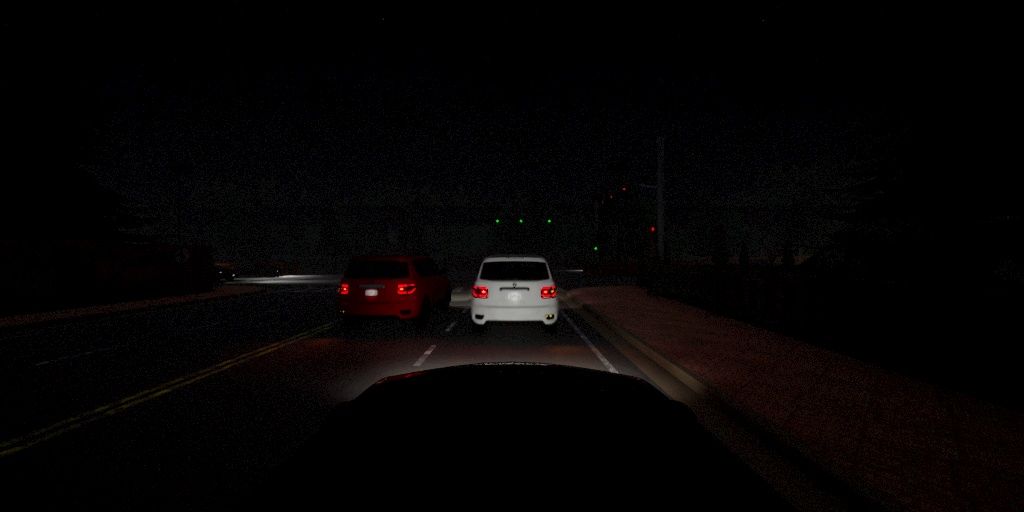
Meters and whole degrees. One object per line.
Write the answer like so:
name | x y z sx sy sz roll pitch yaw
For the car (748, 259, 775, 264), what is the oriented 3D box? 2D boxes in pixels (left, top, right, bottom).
car | 33.203 1.220 48.927 4.892 1.490 1.837 -1 0 0

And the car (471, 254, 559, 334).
car | 0.083 0.973 10.743 2.150 2.045 5.566 0 0 1

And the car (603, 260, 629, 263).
car | 13.588 1.254 49.026 4.892 1.490 1.837 0 0 0

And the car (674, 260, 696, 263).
car | 23.356 1.296 48.966 5.357 1.411 2.033 0 0 0

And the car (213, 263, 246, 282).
car | -24.218 1.241 28.070 4.902 1.511 2.128 0 0 1

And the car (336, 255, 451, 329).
car | -3.417 0.973 11.431 2.150 2.045 5.566 0 0 0

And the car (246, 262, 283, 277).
car | -24.936 1.313 35.088 4.181 1.385 1.994 0 0 0
